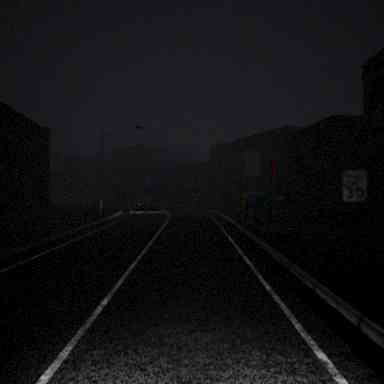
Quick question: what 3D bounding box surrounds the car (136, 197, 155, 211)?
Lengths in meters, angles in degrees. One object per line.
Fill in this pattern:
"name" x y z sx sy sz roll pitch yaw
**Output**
"car" -5.068 1.275 35.915 1.812 1.442 4.674 0 0 -12
